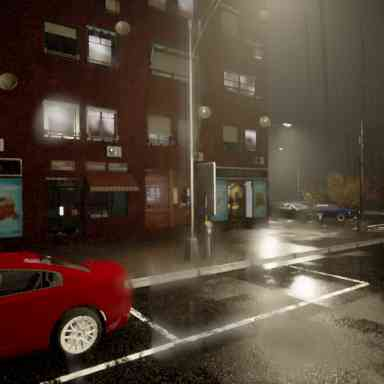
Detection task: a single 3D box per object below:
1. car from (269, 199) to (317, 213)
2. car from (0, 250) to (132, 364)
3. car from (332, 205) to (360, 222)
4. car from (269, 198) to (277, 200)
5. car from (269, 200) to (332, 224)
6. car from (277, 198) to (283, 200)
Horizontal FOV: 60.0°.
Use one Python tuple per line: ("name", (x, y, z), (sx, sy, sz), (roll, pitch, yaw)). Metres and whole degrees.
("car", (11.834, 1.637, 39.287), (2.033, 1.411, 5.357), (-1, 0, -35))
("car", (-3.046, 1.545, 4.401), (4.507, 1.381, 1.887), (0, -1, -35))
("car", (11.585, 1.714, 27.953), (1.895, 1.301, 4.718), (-1, 0, -35))
("car", (6.228, 1.653, 35.616), (1.882, 1.535, 5.008), (-1, 0, -35))
("car", (8.286, 1.653, 27.018), (2.128, 1.511, 4.902), (-1, 0, -33))
("car", (8.708, 1.487, 38.084), (2.097, 1.767, 4.553), (-1, 0, -35))
